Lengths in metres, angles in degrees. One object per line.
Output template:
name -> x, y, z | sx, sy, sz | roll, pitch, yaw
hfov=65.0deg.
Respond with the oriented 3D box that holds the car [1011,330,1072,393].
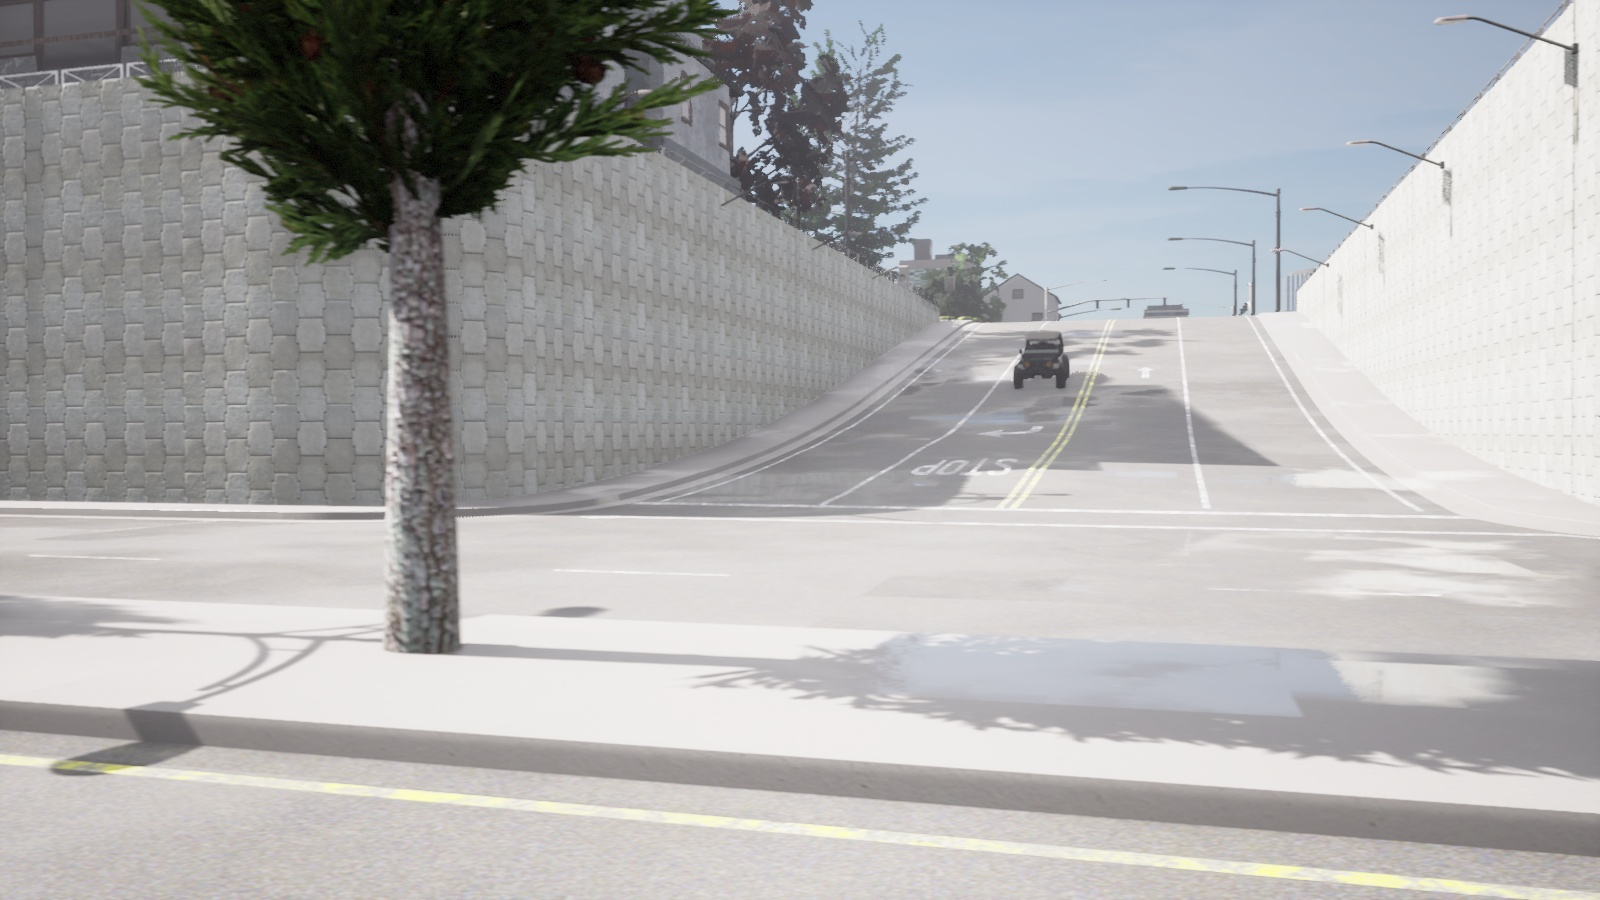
car -> 9.356, -3.435, 48.437 | 1.905, 1.878, 3.866 | 0, 12, 16
